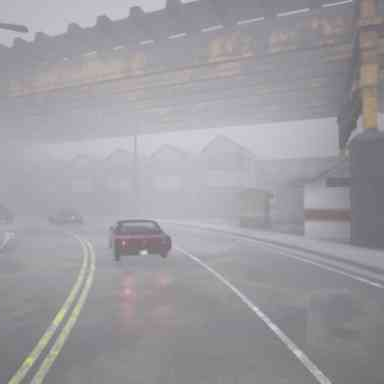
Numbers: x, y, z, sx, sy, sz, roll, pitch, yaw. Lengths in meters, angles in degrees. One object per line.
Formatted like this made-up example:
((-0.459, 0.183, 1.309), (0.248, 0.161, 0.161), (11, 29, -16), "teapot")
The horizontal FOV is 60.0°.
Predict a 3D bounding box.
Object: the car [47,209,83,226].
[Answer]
((-10.988, 2.136, 28.719), (1.994, 1.385, 4.181), (1, -2, -39), "car")

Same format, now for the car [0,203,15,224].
((-19.107, 2.024, 31.875), (5.566, 2.045, 2.150), (-2, -3, 40), "car")

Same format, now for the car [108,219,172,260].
((-2.219, 1.715, 12.955), (1.895, 1.301, 4.718), (0, -1, -17), "car")
